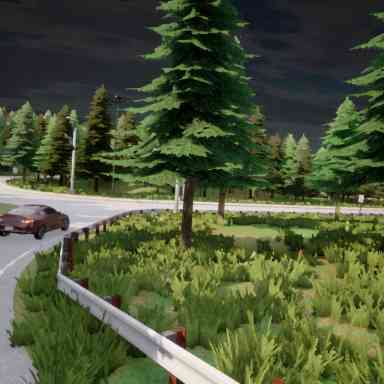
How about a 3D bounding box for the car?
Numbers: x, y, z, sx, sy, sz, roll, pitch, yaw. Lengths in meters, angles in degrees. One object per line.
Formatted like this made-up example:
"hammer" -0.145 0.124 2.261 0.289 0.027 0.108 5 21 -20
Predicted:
"car" -7.659 1.336 16.413 1.812 1.442 4.674 4 1 2
